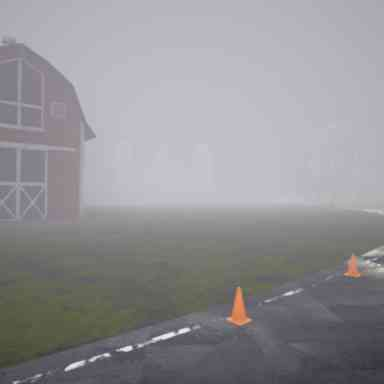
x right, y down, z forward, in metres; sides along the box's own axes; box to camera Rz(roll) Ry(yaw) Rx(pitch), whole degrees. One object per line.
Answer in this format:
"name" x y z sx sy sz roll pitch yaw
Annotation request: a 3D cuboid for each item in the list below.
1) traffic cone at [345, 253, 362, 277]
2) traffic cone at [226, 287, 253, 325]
"traffic cone" 4.419 1.978 9.117 0.340 0.580 0.340 0 0 -44
"traffic cone" 0.838 1.979 5.894 0.340 0.580 0.340 0 0 -40
